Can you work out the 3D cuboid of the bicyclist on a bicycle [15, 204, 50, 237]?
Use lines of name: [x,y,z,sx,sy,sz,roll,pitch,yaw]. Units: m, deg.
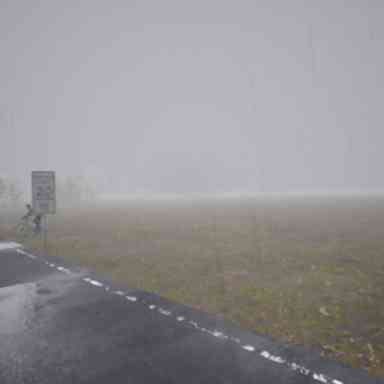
bicyclist on a bicycle: [-8.048,1.422,16.790,1.656,1.620,0.582,-2,1,-43]
